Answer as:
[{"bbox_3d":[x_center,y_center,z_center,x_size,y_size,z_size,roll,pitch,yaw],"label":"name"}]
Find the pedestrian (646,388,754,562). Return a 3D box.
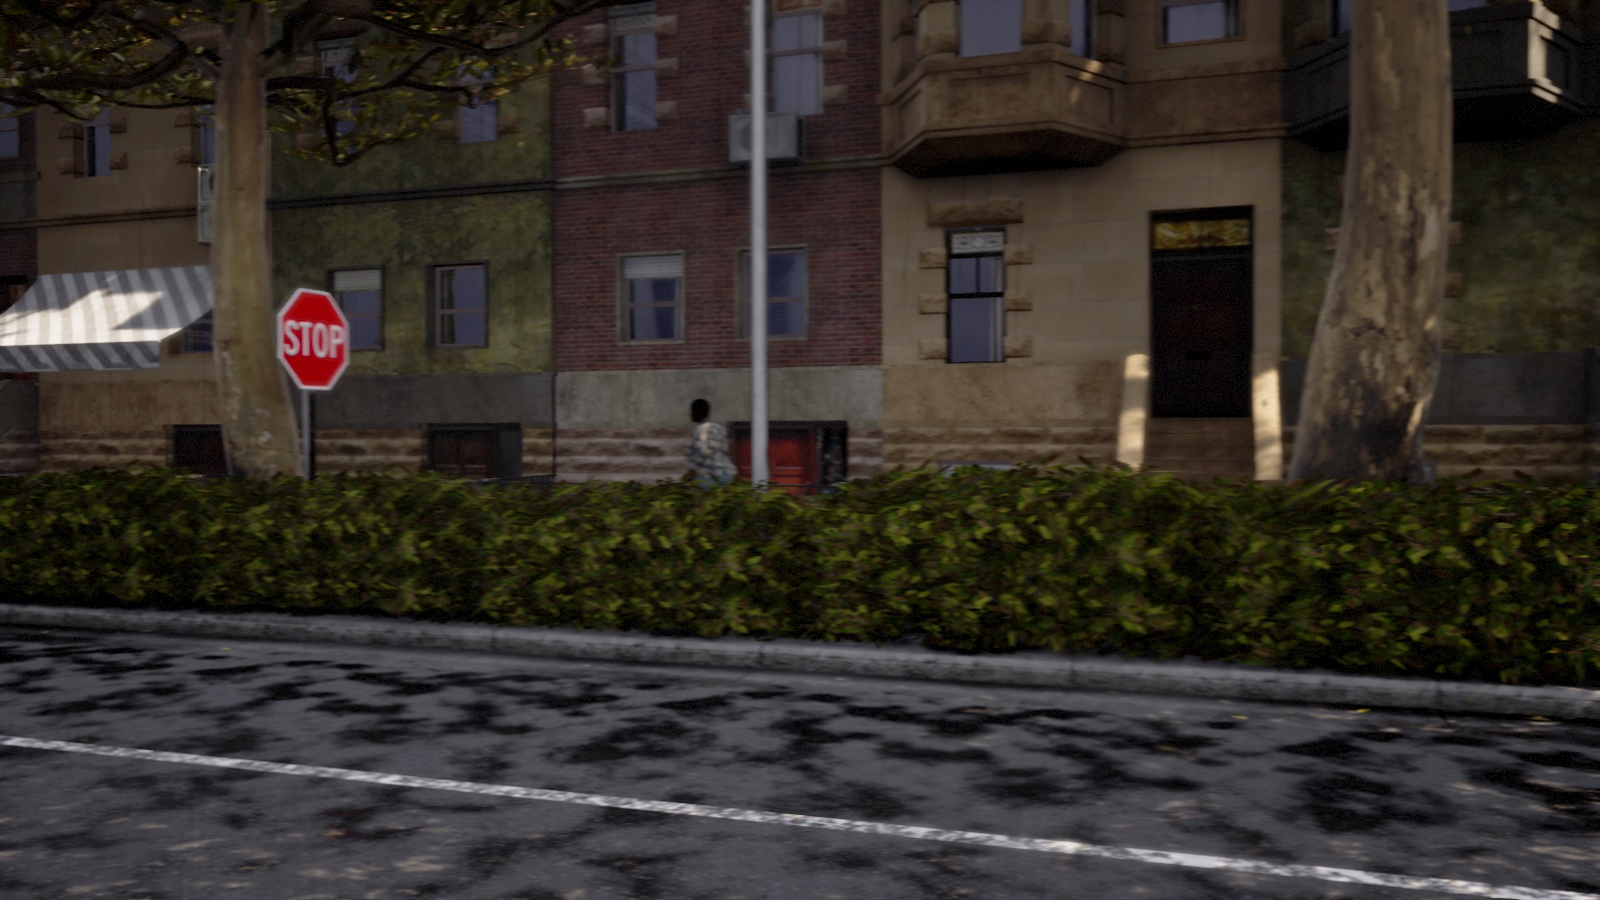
[{"bbox_3d":[-1.102,0.256,13.948,0.900,1.855,0.874,1,1,21],"label":"pedestrian"}]
